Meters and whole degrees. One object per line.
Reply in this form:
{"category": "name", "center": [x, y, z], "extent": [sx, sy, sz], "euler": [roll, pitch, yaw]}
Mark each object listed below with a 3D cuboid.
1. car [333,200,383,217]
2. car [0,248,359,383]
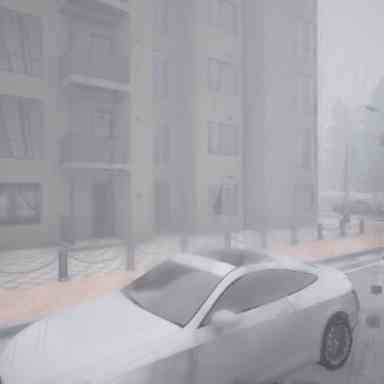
{"category": "car", "center": [14.594, 1.352, 29.196], "extent": [1.994, 1.385, 4.181], "euler": [0, 0, -34]}
{"category": "car", "center": [0.251, 1.509, 4.138], "extent": [4.674, 1.442, 1.812], "euler": [-1, 0, -35]}
